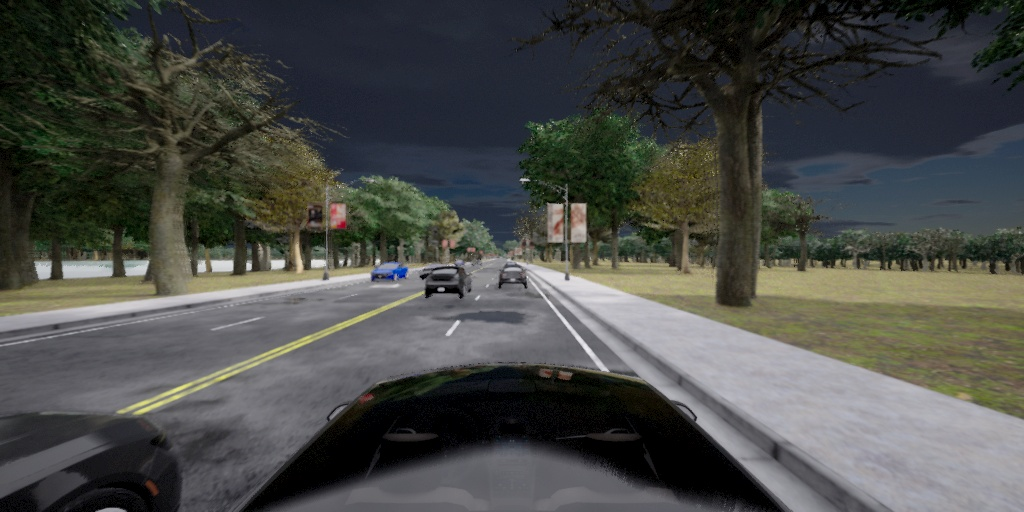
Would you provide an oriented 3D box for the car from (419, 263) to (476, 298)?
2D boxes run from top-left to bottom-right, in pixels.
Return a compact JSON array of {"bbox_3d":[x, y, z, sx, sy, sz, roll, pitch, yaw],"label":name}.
[{"bbox_3d":[-3.178,1.273,18.482,1.837,1.490,4.892,0,0,0],"label":"car"}]

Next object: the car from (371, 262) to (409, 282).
[{"bbox_3d":[-9.923,1.271,29.442,1.882,1.535,5.008,0,0,0],"label":"car"}]

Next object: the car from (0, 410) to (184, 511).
[{"bbox_3d":[-3.153,1.255,0.407,1.837,1.490,4.892,0,0,0],"label":"car"}]

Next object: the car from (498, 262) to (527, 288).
[{"bbox_3d":[0.049,1.306,24.172,1.812,1.442,4.674,0,0,0],"label":"car"}]
